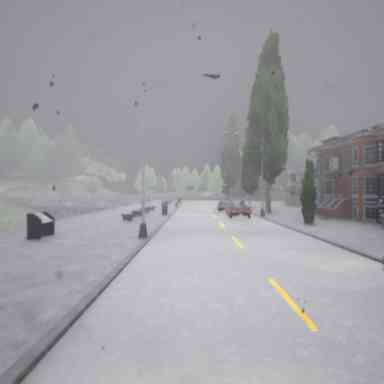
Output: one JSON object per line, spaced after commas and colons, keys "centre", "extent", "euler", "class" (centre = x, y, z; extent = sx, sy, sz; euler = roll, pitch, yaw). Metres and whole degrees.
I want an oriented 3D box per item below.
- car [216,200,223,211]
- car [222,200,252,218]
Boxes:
{"centre": [4.168, 1.643, 41.583], "extent": [1.994, 1.385, 4.181], "euler": [0, 0, 1], "class": "car"}
{"centre": [4.157, 1.663, 30.344], "extent": [1.895, 1.301, 4.718], "euler": [0, 0, 1], "class": "car"}
